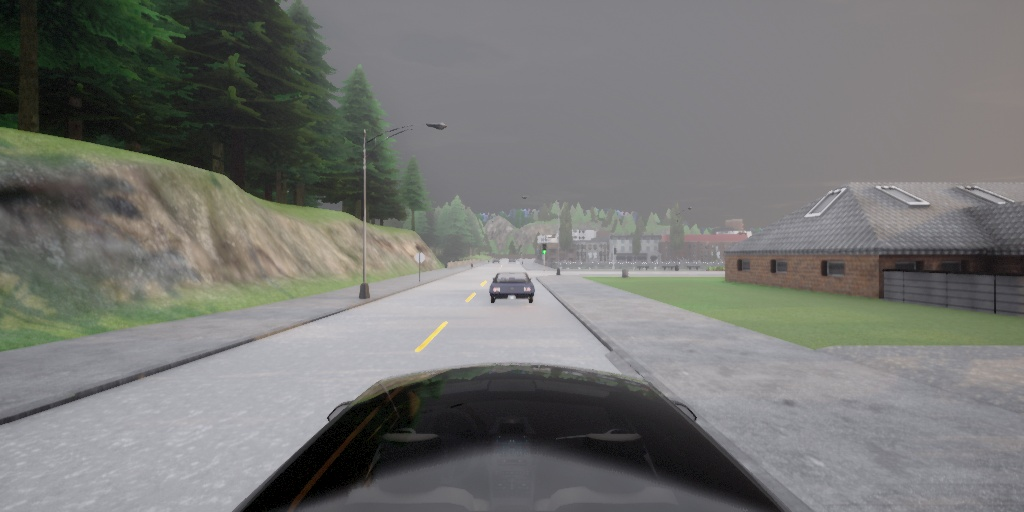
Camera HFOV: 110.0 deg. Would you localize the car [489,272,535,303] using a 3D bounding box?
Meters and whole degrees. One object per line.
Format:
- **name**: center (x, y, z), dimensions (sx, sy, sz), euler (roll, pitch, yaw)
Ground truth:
- **car**: center (0.000, 1.364, 16.530), dimensions (1.895, 1.301, 4.718), euler (0, 0, 0)
